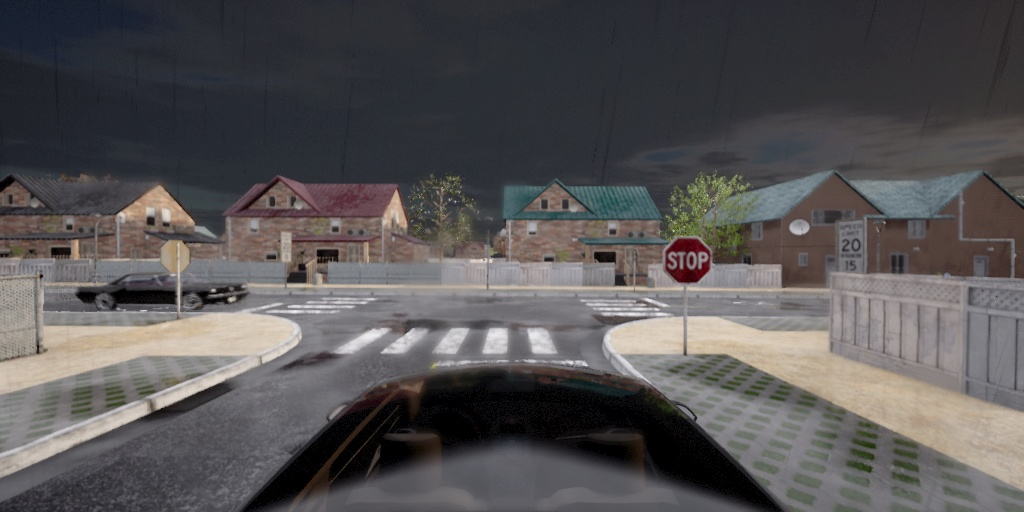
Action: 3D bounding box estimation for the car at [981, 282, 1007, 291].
[{"bbox_3d":[16.338,1.506,13.170,4.718,1.301,1.895,1,0,0],"label":"car"}]

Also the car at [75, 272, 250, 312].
[{"bbox_3d":[-12.348,1.242,12.946,4.718,1.301,1.895,0,0,0],"label":"car"}]
